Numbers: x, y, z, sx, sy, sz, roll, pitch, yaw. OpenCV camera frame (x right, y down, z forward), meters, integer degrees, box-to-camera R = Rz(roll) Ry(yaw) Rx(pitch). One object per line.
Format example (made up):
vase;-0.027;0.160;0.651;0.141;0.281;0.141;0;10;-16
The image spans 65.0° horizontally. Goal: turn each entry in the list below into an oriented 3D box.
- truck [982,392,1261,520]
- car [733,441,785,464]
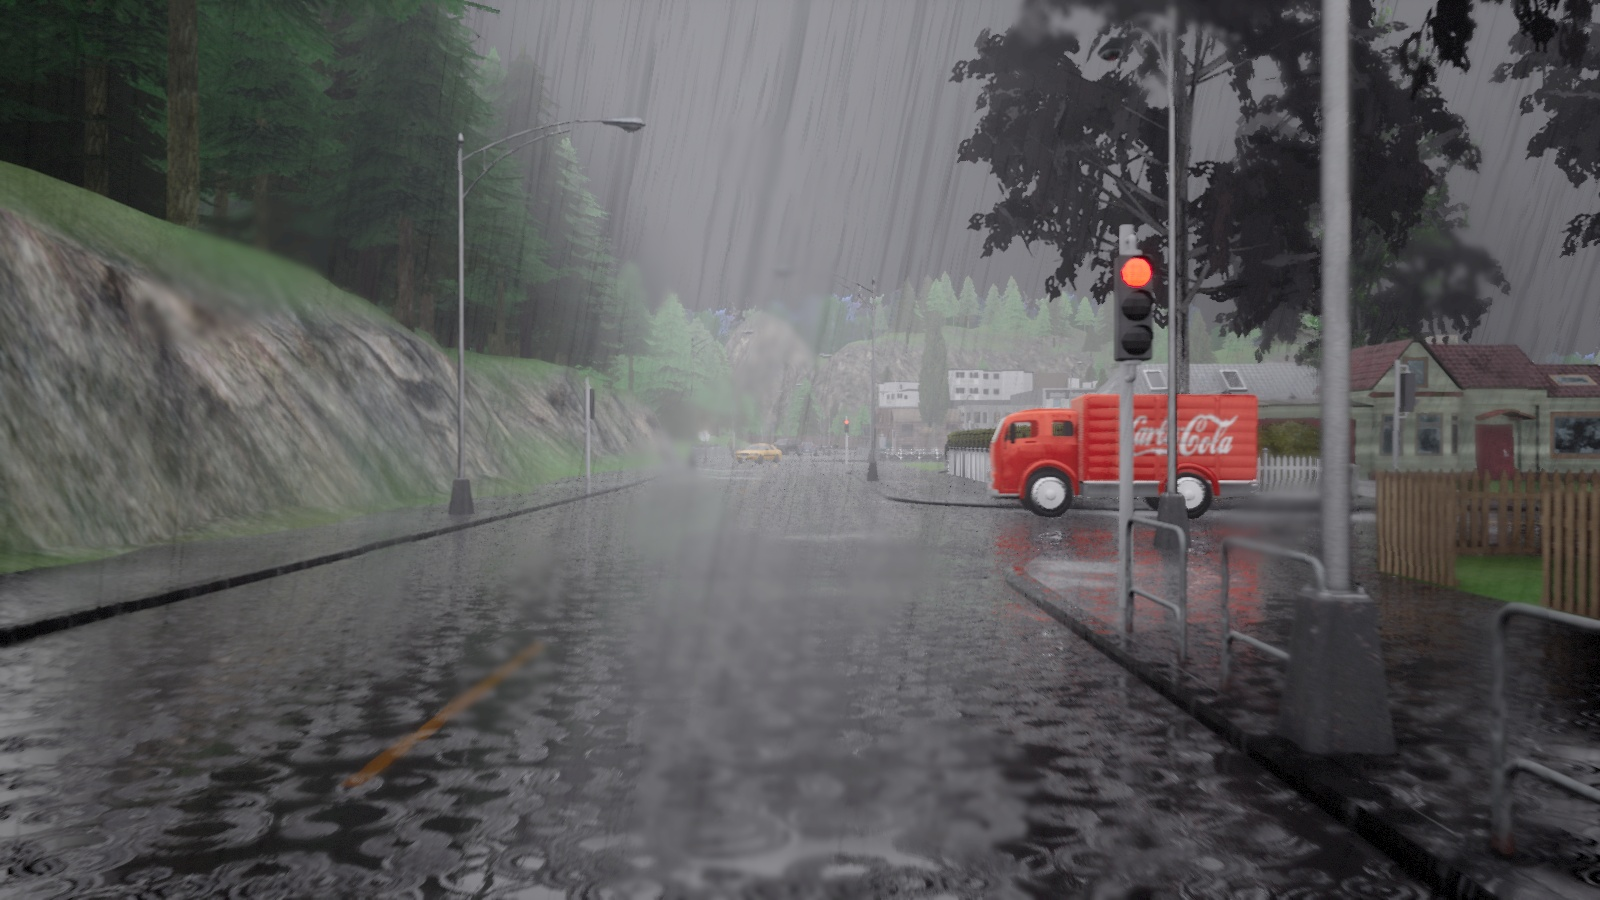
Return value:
truck;6.418;0.120;25.749;5.204;2.467;2.627;0;0;5
car;-2.944;0.168;91.348;1.801;1.575;5.366;0;0;21
